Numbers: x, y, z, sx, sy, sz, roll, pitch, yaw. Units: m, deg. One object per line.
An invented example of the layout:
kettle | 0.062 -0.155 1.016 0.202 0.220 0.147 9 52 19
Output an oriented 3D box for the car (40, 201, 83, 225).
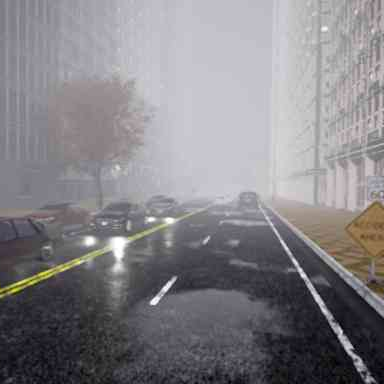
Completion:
car | -7.107 1.226 18.013 1.812 1.442 4.674 1 1 10

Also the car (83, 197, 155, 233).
car | -3.774 1.256 18.212 1.837 1.490 4.892 1 1 10

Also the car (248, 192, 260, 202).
car | 11.548 0.889 61.712 2.097 1.767 4.553 1 1 10

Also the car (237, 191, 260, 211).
car | 6.141 0.944 36.345 2.150 2.045 5.566 1 1 10

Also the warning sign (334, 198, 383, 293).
warning sign | 3.946 1.104 7.215 1.300 1.860 1.060 2 2 10

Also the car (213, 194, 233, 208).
car | 3.727 1.155 41.526 1.812 1.442 4.674 1 1 10

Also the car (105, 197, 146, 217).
car | -5.422 1.190 27.811 1.994 1.385 4.181 1 1 9

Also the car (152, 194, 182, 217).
car | -2.070 1.203 28.081 1.812 1.442 4.674 1 1 10

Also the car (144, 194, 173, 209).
car | -3.681 1.030 37.665 1.882 1.535 5.008 1 1 10

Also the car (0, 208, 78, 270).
car | -5.400 1.370 8.759 2.033 1.411 5.357 1 1 10

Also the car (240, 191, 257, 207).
car | 7.986 0.861 47.088 2.150 2.045 5.566 1 1 10
